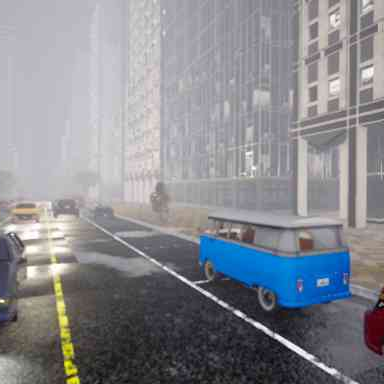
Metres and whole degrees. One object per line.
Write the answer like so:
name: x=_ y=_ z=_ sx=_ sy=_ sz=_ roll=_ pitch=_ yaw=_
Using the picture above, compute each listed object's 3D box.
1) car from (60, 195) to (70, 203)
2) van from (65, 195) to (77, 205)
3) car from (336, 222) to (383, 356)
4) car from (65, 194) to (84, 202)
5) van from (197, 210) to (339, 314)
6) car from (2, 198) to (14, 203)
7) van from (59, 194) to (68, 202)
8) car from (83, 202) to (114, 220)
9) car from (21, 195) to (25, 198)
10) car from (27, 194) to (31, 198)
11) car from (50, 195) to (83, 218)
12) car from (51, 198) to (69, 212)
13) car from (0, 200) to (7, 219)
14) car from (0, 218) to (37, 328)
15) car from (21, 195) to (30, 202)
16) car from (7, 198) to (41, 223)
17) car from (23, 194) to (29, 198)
car: x=-28.663 y=1.519 z=74.981 sx=1.967 sy=1.590 sz=4.097 roll=0 pitch=0 yaw=-24
van: x=-21.689 y=1.407 z=59.421 sx=1.690 sy=1.788 sz=3.998 roll=0 pitch=0 yaw=-24
car: x=3.880 y=1.328 z=2.368 sx=2.192 sy=1.841 sz=5.009 roll=0 pitch=0 yaw=-24
car: x=-17.041 y=1.372 z=49.048 sx=2.192 sy=1.841 sz=5.009 roll=0 pitch=0 yaw=-24
van: x=1.556 y=1.359 z=7.555 sx=1.690 sy=1.788 sz=3.998 roll=0 pitch=0 yaw=-24
car: x=-20.037 y=1.607 z=35.247 sx=1.802 sy=1.307 sz=4.206 roll=0 pitch=0 yaw=-24
van: x=-30.987 y=1.423 z=80.166 sx=1.690 sy=1.788 sz=3.998 roll=0 pitch=0 yaw=-24
car: x=-7.740 y=1.589 z=28.301 sx=2.008 sy=1.369 sz=4.403 roll=0 pitch=0 yaw=-24
car: x=-26.941 y=1.565 z=50.652 sx=1.752 sy=1.417 sz=4.829 roll=0 pitch=0 yaw=-24
car: x=-36.309 y=1.607 z=71.553 sx=2.008 sy=1.369 sz=4.403 roll=0 pitch=0 yaw=-24
car: x=-11.704 y=1.388 z=30.810 sx=2.097 sy=1.767 sz=4.553 roll=0 pitch=0 yaw=-24
car: x=-16.307 y=1.549 z=41.069 sx=1.837 sy=1.490 sz=4.892 roll=0 pitch=0 yaw=-24
car: x=-15.388 y=1.566 z=24.874 sx=2.008 sy=1.369 sz=4.403 roll=0 pitch=0 yaw=-24
car: x=-4.522 y=1.552 z=6.997 sx=2.033 sy=1.411 sz=5.357 roll=0 pitch=0 yaw=-23
car: x=-40.958 y=1.503 z=81.926 sx=1.967 sy=1.590 sz=4.097 roll=0 pitch=0 yaw=-24
car: x=-12.839 y=1.501 z=25.784 sx=1.882 sy=1.535 sz=5.008 roll=0 pitch=0 yaw=-24
car: x=-31.660 y=1.614 z=61.180 sx=1.947 sy=1.339 sz=4.313 roll=0 pitch=0 yaw=-24
